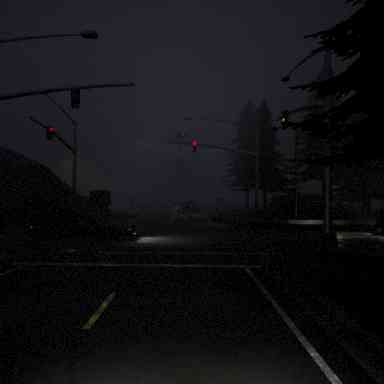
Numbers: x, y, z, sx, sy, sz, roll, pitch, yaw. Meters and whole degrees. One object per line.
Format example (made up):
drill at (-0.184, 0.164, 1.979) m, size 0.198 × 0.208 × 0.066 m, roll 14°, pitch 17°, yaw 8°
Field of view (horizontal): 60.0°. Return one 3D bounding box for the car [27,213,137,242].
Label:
car at (-5.681, 1.807, 17.525) m, size 5.357 × 1.411 × 2.033 m, roll 0°, pitch -1°, yaw 0°

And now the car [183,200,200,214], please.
car at (-0.097, 1.847, 42.630) m, size 2.097 × 1.767 × 4.553 m, roll 1°, pitch -2°, yaw 1°

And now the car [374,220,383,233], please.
car at (14.204, 1.868, 21.189) m, size 4.553 × 1.767 × 2.097 m, roll 0°, pitch -1°, yaw 0°
